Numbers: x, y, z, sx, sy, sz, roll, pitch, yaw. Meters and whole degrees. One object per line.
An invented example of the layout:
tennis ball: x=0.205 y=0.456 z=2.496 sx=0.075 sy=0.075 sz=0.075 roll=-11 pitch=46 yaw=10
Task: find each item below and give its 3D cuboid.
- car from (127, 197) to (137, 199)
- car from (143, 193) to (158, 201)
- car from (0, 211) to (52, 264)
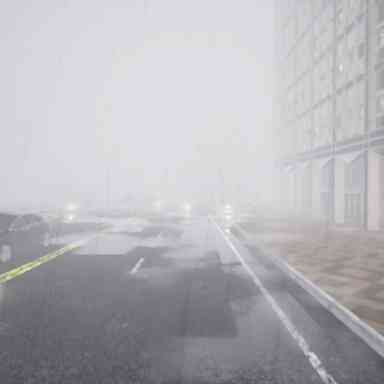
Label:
car: x=-9.764 y=1.038 z=52.461 sx=1.994 sy=1.385 sz=4.181 roll=0 pitch=0 yaw=0
car: x=-6.514 y=0.801 z=52.490 sx=2.097 sy=1.767 sz=4.553 roll=0 pitch=0 yaw=0
car: x=-6.603 y=1.474 z=11.674 sx=1.837 sy=1.490 sz=4.892 roll=0 pitch=0 yaw=0
